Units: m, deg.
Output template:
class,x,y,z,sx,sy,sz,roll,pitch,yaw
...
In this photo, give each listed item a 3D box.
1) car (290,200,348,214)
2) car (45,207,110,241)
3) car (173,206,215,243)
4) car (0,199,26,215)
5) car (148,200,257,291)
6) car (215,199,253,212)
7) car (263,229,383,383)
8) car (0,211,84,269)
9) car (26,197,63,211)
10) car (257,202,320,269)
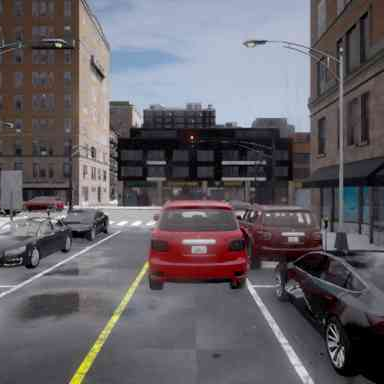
class,x,y,z,sx,sy,sz,roll,pitch,yaw
car,13.579,1.624,35.778,5.357,1.411,2.033,0,0,0
car,-5.387,1.566,16.698,1.947,1.339,4.313,0,0,0
car,0.092,1.526,16.952,1.812,1.442,4.674,0,0,0
car,-17.512,1.524,28.939,4.718,1.301,1.895,0,0,0
car,0.080,1.221,9.194,2.150,2.045,5.566,0,0,-1
car,4.815,1.596,38.994,4.181,1.385,1.994,0,0,0
car,2.636,1.566,5.373,1.947,1.339,4.313,0,0,0
car,-5.388,1.551,11.036,2.008,1.369,4.403,0,0,0
car,-16.294,1.281,35.650,4.553,1.767,2.097,0,0,0
car,2.637,1.315,11.035,2.192,1.841,5.009,0,0,0
